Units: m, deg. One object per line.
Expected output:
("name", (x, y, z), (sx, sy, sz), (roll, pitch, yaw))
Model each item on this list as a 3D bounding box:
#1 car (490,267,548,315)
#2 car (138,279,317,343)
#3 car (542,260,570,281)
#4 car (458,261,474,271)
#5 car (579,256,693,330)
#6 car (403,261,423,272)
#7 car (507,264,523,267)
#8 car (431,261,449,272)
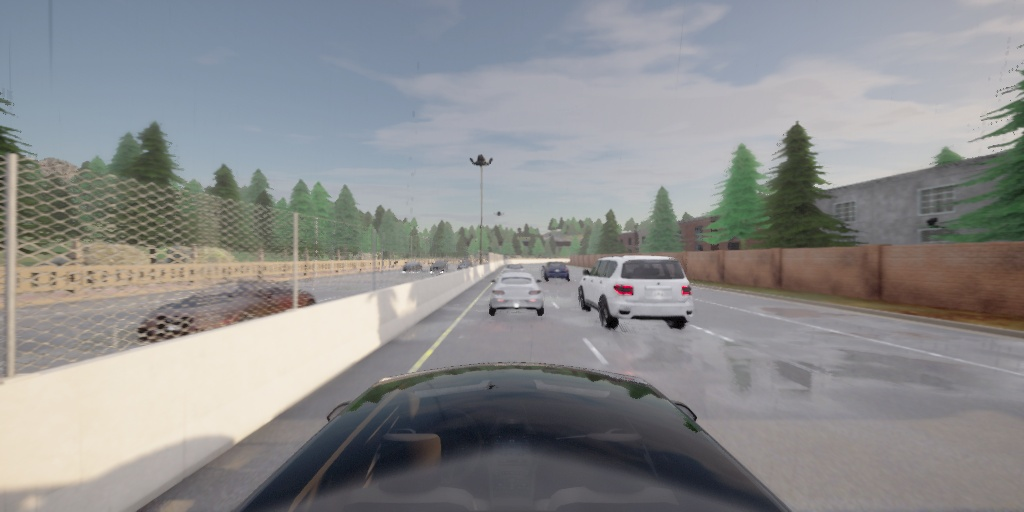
("car", (0.158, 1.326, 13.727), (1.812, 1.442, 4.674), (0, 0, 0))
("car", (-7.069, 1.328, 9.510), (1.994, 1.385, 4.181), (0, 0, 0))
("car", (3.772, 1.235, 31.775), (2.097, 1.767, 4.553), (0, 0, 0))
("car", (-6.696, 1.472, 52.682), (2.128, 1.511, 4.902), (0, 0, 0))
("car", (3.640, 1.022, 11.541), (2.150, 2.045, 5.566), (0, 0, 0))
("car", (-13.736, 1.440, 50.088), (1.812, 1.442, 4.674), (0, 0, 1))
("car", (0.301, 1.496, 36.585), (1.895, 1.301, 4.718), (0, 0, 0))
("car", (-10.217, 1.437, 51.332), (1.837, 1.490, 4.892), (0, -1, 1))
